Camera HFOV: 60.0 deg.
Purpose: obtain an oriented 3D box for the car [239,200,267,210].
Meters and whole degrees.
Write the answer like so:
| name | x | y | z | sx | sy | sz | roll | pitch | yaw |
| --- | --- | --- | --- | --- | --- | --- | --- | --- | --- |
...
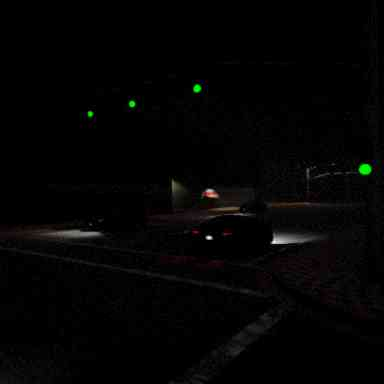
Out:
| name | x | y | z | sx | sy | sz | roll | pitch | yaw |
| --- | --- | --- | --- | --- | --- | --- | --- | --- | --- |
| car | 7.370 | 1.697 | 39.733 | 2.128 | 1.511 | 4.902 | -1 | 0 | 36 |

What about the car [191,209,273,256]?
| name | x | y | z | sx | sy | sz | roll | pitch | yaw |
| --- | --- | --- | --- | --- | --- | --- | --- | --- | --- |
| car | 1.779 | 1.642 | 13.760 | 1.994 | 1.385 | 4.181 | -1 | 0 | 35 |

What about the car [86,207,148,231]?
| name | x | y | z | sx | sy | sz | roll | pitch | yaw |
| --- | --- | --- | --- | --- | --- | --- | --- | --- | --- |
| car | -4.948 | 1.730 | 22.552 | 1.812 | 1.442 | 4.674 | -1 | 0 | 36 |
